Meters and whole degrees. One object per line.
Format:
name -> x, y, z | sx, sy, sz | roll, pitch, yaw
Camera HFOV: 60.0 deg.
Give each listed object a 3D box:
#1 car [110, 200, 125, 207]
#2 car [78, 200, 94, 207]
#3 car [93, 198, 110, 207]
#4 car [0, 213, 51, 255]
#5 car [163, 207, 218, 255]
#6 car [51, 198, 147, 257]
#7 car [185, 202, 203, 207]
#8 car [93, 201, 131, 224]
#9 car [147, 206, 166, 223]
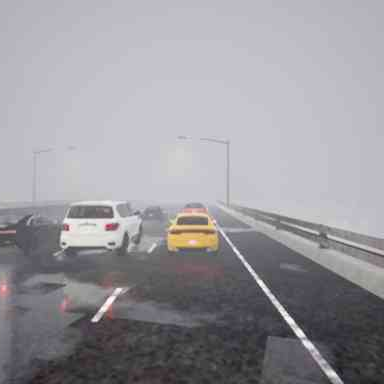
car -> -16.082, 2.391, 71.981 | 1.994, 1.385, 4.181 | 0, -1, 2
car -> -23.075, 2.398, 72.292 | 1.994, 1.385, 4.181 | 0, -1, 2
car -> -19.577, 2.198, 72.169 | 2.097, 1.767, 4.553 | 0, -1, 2
car -> -6.954, 1.638, 14.008 | 2.128, 1.511, 4.902 | 0, -1, 1
car -> 0.049, 1.624, 14.139 | 1.882, 1.535, 5.008 | 0, 0, 1
car -> -3.460, 1.358, 13.700 | 2.150, 2.045, 5.566 | 0, 0, 0
car -> 0.211, 1.658, 28.651 | 2.097, 1.767, 4.553 | 0, -1, 1
car -> -6.789, 1.660, 28.752 | 2.097, 1.767, 4.553 | 0, -1, 1
car -> -3.283, 1.876, 28.930 | 1.994, 1.385, 4.181 | 0, -1, 1
